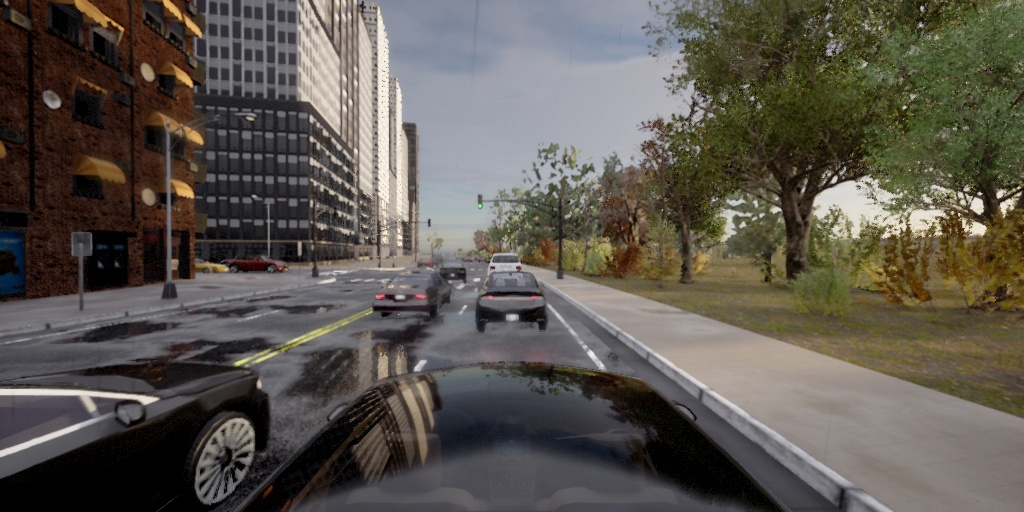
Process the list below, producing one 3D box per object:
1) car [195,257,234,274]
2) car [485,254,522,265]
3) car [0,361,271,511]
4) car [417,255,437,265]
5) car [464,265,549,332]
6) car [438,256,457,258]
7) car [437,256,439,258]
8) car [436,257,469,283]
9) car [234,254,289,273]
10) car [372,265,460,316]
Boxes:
[{"bbox_3d":[-26.620,0.801,29.931,4.829,1.417,1.751,0,0,-11],"label":"car"},{"bbox_3d":[-0.500,0.853,24.380,2.150,2.045,5.566,0,0,-3],"label":"car"},{"bbox_3d":[-3.187,1.244,1.397,2.128,1.511,4.902,0,0,0],"label":"car"},{"bbox_3d":[-12.626,0.952,52.581,1.882,1.535,5.008,0,0,-5],"label":"car"},{"bbox_3d":[-0.033,1.196,10.708,2.128,1.511,4.902,0,0,-1],"label":"car"},{"bbox_3d":[-9.418,1.035,53.041,1.994,1.385,4.181,0,0,-7],"label":"car"},{"bbox_3d":[-13.631,0.983,61.515,1.994,1.385,4.181,0,0,-7],"label":"car"},{"bbox_3d":[-4.352,1.100,26.309,1.882,1.535,5.008,0,0,-9],"label":"car"},{"bbox_3d":[-23.353,0.661,33.240,4.553,1.767,2.097,1,0,-10],"label":"car"},{"bbox_3d":[-3.337,1.240,13.014,2.033,1.411,5.357,0,0,-1],"label":"car"}]
